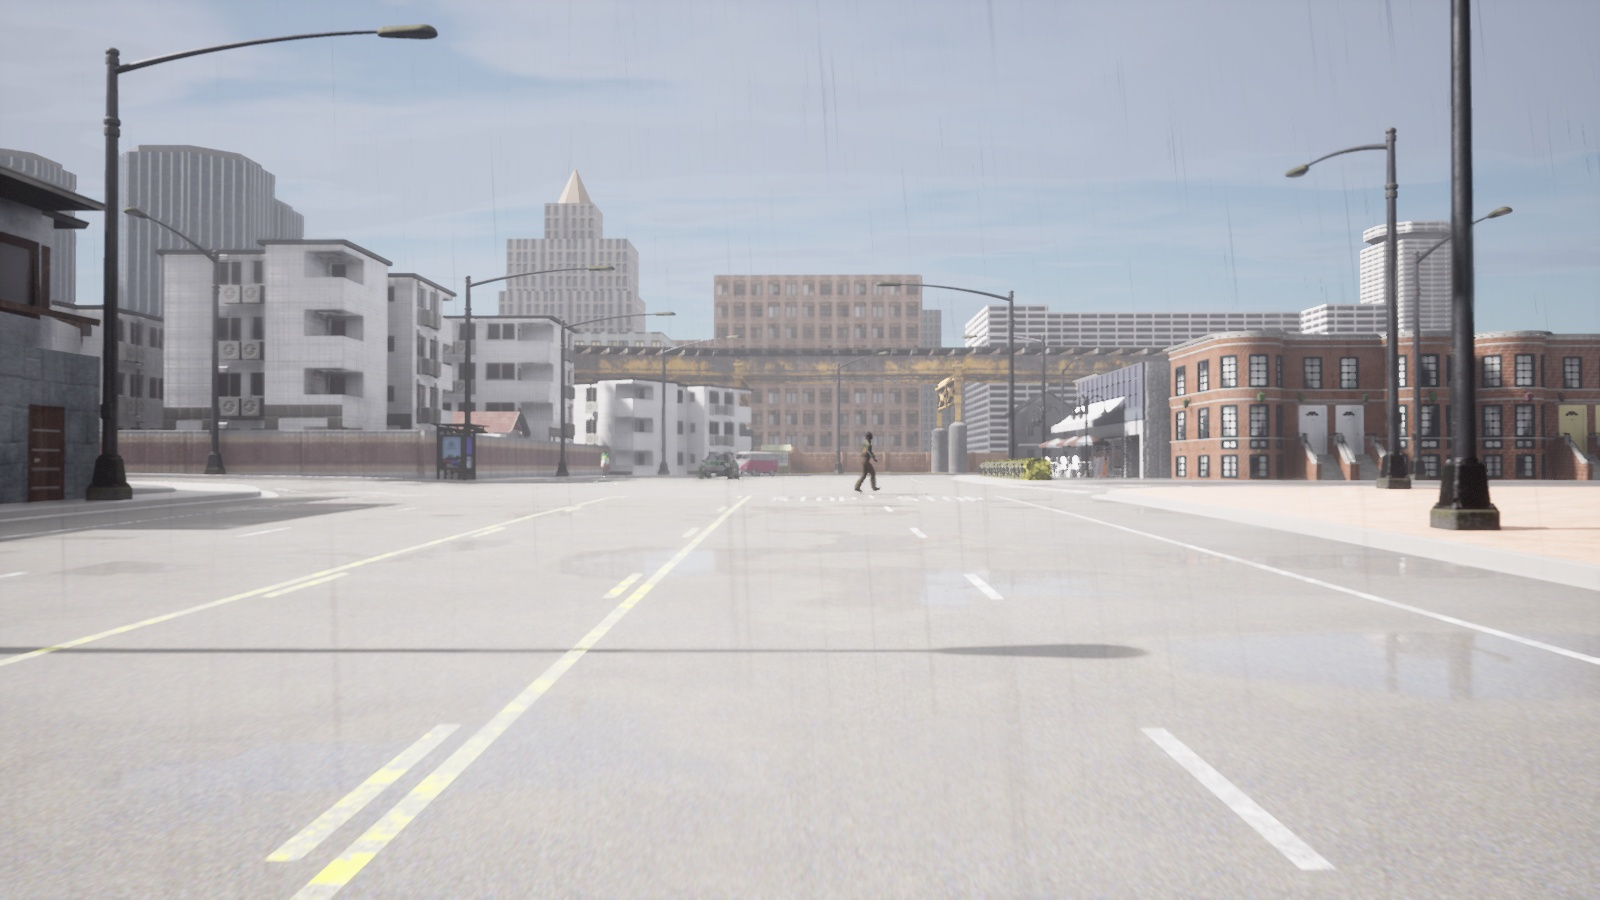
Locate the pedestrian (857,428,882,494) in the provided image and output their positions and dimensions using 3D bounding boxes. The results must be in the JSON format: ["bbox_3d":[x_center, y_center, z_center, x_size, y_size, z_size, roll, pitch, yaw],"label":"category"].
[{"bbox_3d":[2.033,0.334,36.967,0.692,1.930,0.395,0,-1,-3],"label":"pedestrian"}]

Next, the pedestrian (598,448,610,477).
[{"bbox_3d":[-13.512,0.873,86.665,0.659,1.952,0.873,0,-1,0],"label":"pedestrian"}]

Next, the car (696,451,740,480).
[{"bbox_3d":[-5.175,0.990,79.790,2.097,1.767,4.553,0,-1,5],"label":"car"}]
